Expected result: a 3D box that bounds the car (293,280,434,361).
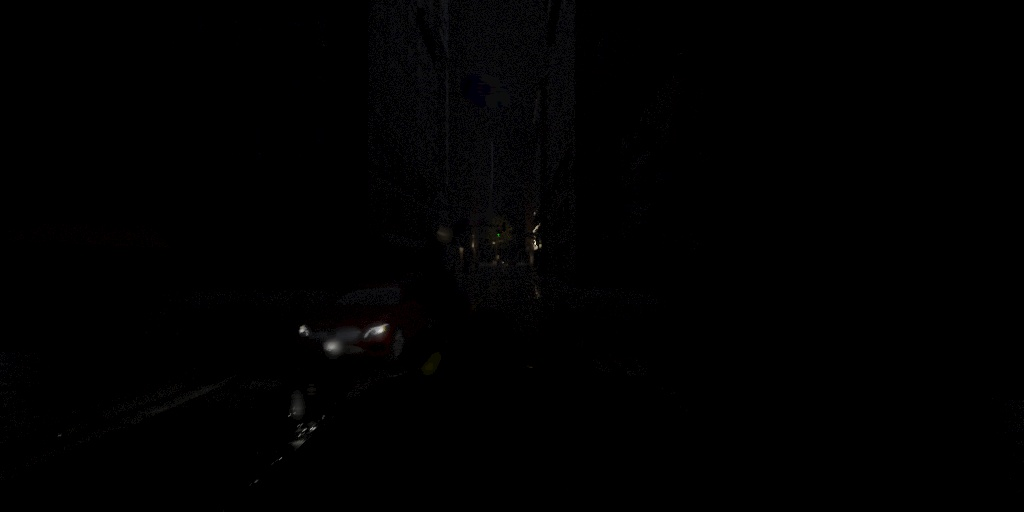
[{"bbox_3d":[-3.100,1.321,8.524,1.812,1.442,4.674,0,0,0],"label":"car"}]
